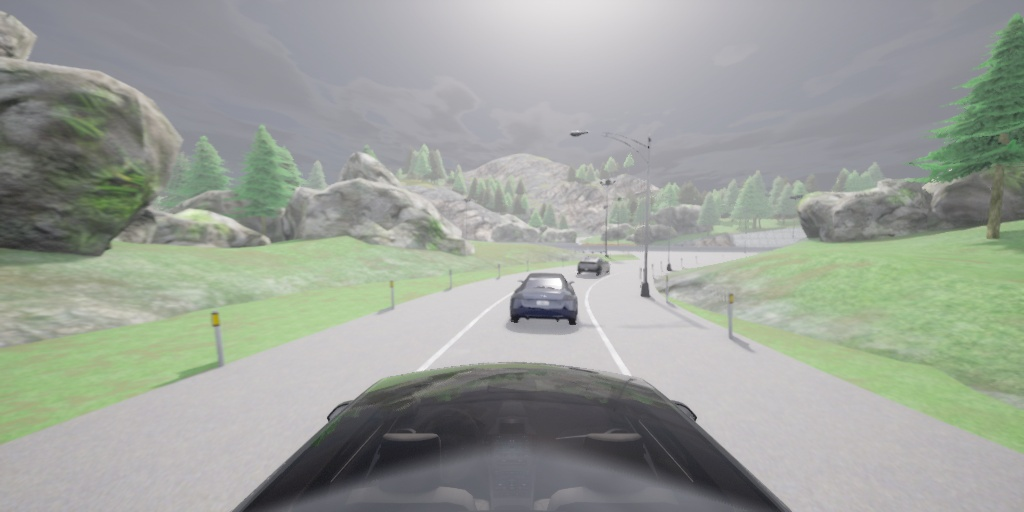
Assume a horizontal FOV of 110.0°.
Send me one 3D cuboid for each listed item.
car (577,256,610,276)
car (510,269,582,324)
[{"bbox_3d":[6.857,0.774,29.827,2.128,1.511,4.902,2,3,27],"label":"car"},{"bbox_3d":[1.108,1.234,11.798,1.994,1.385,4.181,1,1,8],"label":"car"}]
